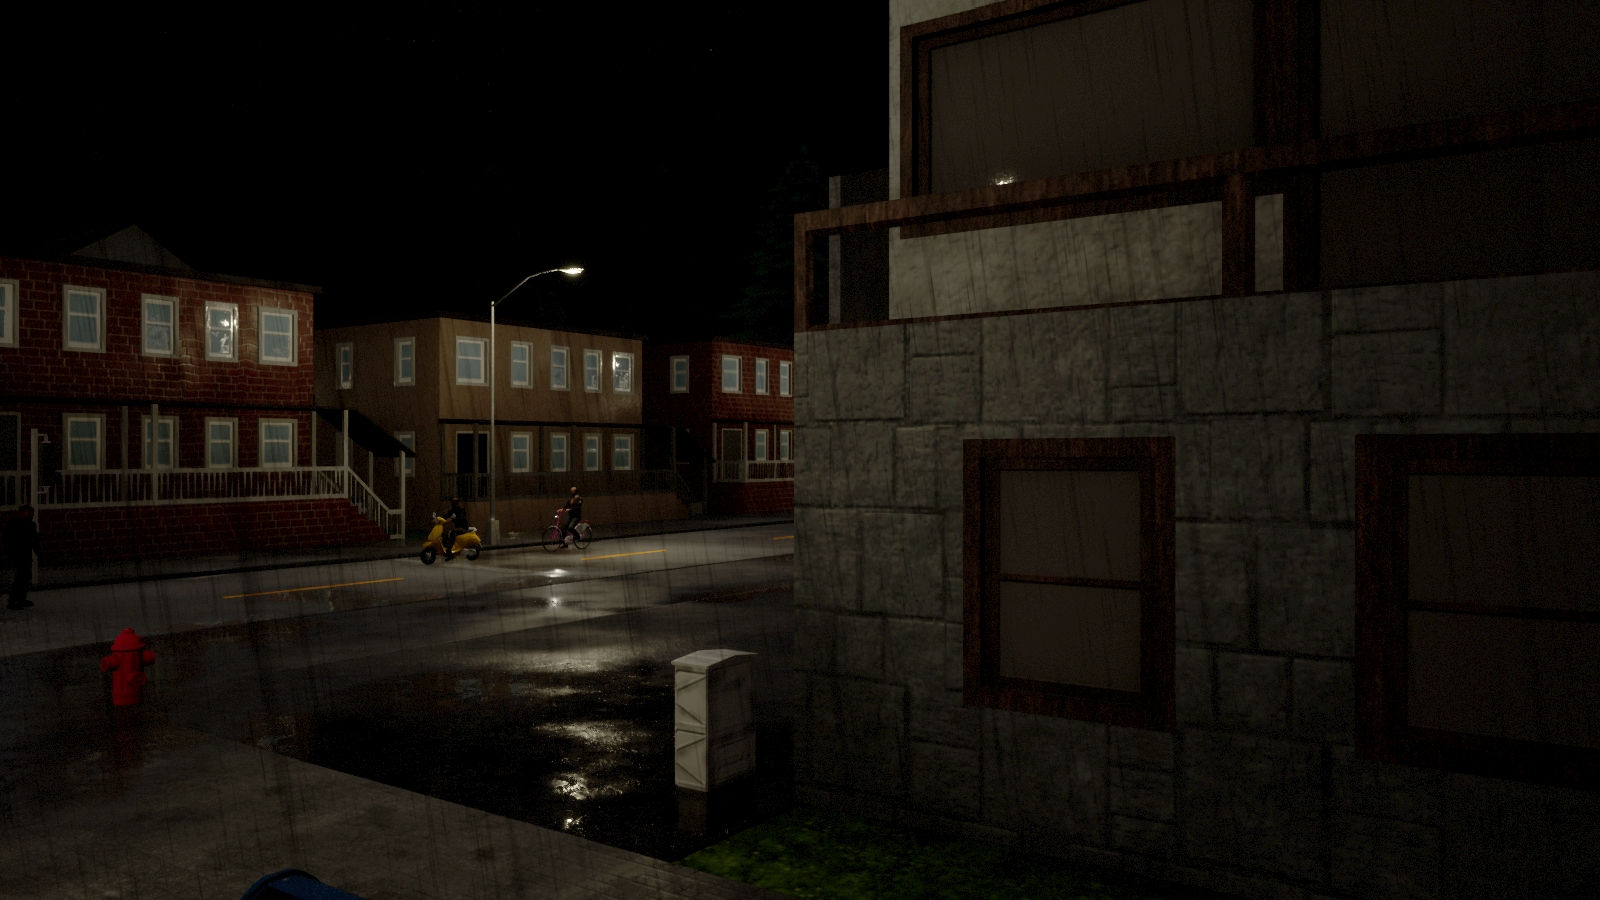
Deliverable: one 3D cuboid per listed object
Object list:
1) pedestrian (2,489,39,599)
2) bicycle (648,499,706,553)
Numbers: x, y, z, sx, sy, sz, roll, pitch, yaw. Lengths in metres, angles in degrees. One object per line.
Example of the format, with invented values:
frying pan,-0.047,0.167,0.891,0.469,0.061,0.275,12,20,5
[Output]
pedestrian,-13.466,1.619,19.747,0.375,1.860,0.375,0,0,12
bicycle,-3.119,1.932,29.174,0.329,1.271,1.835,0,0,35
